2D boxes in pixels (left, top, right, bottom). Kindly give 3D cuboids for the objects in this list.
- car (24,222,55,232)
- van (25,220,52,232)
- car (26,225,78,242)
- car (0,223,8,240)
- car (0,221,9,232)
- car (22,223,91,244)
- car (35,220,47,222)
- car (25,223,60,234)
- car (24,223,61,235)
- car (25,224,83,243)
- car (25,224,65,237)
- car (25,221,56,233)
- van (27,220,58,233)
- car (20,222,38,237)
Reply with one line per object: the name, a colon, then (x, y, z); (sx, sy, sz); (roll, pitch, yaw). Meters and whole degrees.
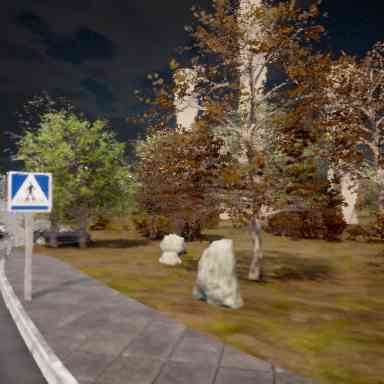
car: (-26.770, 6.177, 58.505); (4.892, 1.521, 2.231); (1, -4, -27)
van: (-28.115, 6.134, 60.926); (4.442, 1.987, 1.878); (1, -4, -27)
car: (-14.321, 4.143, 34.008); (4.792, 1.488, 2.163); (1, -5, -27)
car: (-21.431, 4.400, 35.724); (2.128, 1.511, 4.902); (1, -5, -27)
car: (-25.971, 4.904, 44.697); (2.150, 2.045, 5.566); (1, -5, -27)
car: (-10.633, 3.428, 26.652); (4.892, 1.521, 2.231); (1, -5, -27)
car: (-18.101, 4.644, 41.341); (4.553, 1.767, 2.185); (1, -5, -27)
car: (-23.013, 5.623, 51.164); (4.792, 1.488, 2.163); (1, -5, -27)
car: (-21.825, 5.423, 48.689); (4.792, 1.488, 2.163); (1, -5, -27)
car: (-13.103, 3.886, 31.554); (4.892, 1.521, 2.231); (1, -5, -27)
car: (-19.317, 5.019, 43.797); (4.674, 1.452, 2.002); (1, -5, -27)
car: (-25.610, 5.870, 56.164); (4.553, 1.767, 2.185); (1, -4, -27)
van: (-24.180, 5.569, 53.671); (4.442, 1.987, 1.878); (1, -5, -27)
car: (-15.757, 4.328, 36.368); (5.366, 1.575, 1.946); (1, -5, -27)
